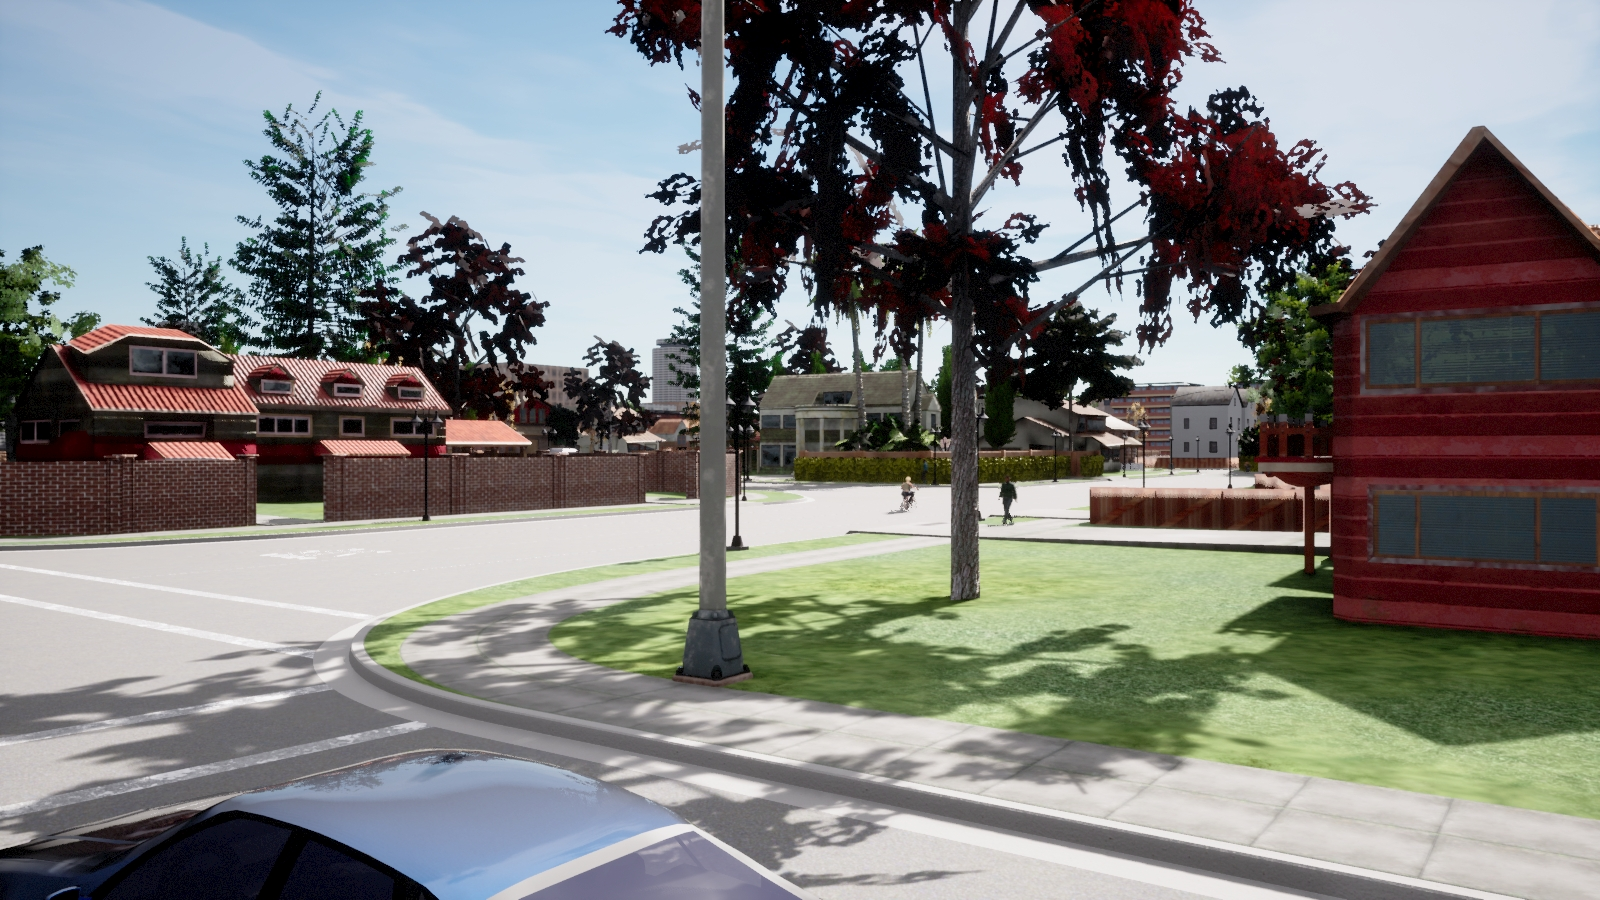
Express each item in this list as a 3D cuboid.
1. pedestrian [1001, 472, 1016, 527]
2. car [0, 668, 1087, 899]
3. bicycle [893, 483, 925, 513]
[{"bbox_3d":[7.231,1.704,39.586,0.375,1.860,0.375,0,0,35],"label":"pedestrian"},{"bbox_3d":[-1.713,2.106,4.943,5.357,1.411,2.033,0,0,36],"label":"car"},{"bbox_3d":[4.919,2.145,51.525,0.859,1.301,1.487,0,0,32],"label":"bicycle"}]
